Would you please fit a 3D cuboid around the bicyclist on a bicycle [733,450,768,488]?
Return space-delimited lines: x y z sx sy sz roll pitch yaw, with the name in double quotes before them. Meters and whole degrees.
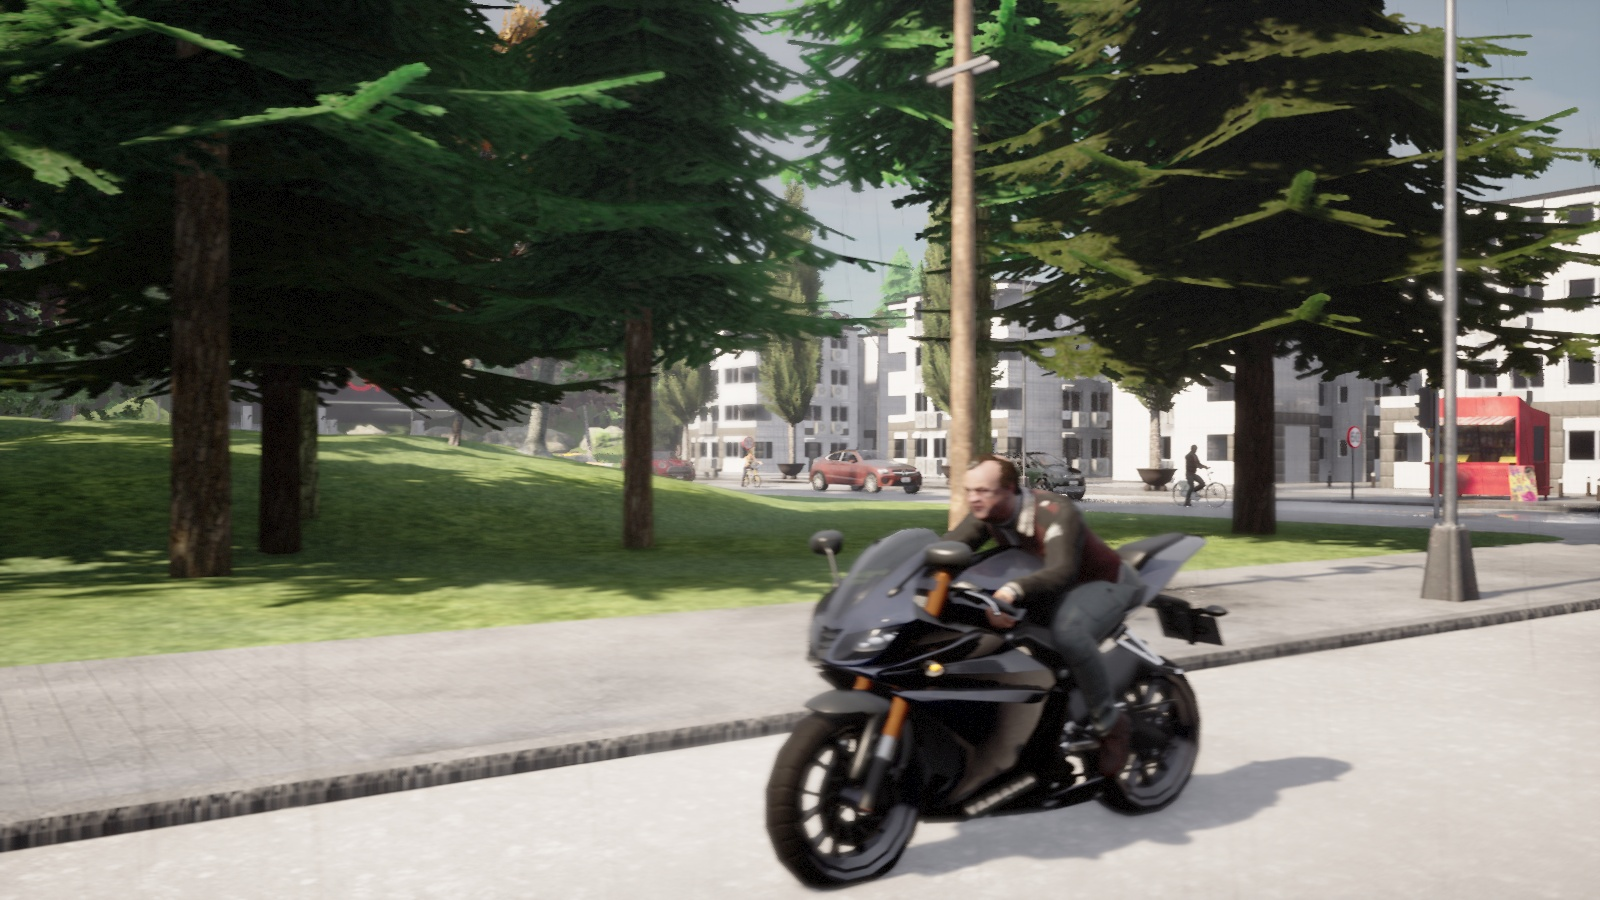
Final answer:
"bicyclist on a bicycle" -2.134 0.819 54.176 0.866 1.612 1.509 0 0 -34

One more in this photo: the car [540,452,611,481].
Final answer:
"car" -12.358 0.879 68.888 1.801 1.575 5.366 0 0 -35

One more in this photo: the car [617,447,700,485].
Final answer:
"car" -6.938 0.768 61.072 2.097 1.767 4.553 0 0 -35

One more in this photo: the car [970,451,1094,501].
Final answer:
"car" 7.420 0.809 40.420 1.789 1.549 3.705 0 0 -35

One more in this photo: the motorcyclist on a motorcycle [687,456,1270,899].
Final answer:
"motorcyclist on a motorcycle" 0.743 0.790 4.786 2.191 1.530 0.866 0 0 -35

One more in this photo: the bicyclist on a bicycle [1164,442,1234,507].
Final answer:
"bicyclist on a bicycle" 11.136 0.678 35.121 0.659 1.776 1.843 0 0 -34

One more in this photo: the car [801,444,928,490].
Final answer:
"car" 2.371 0.636 47.677 2.152 1.651 5.027 0 0 -35
